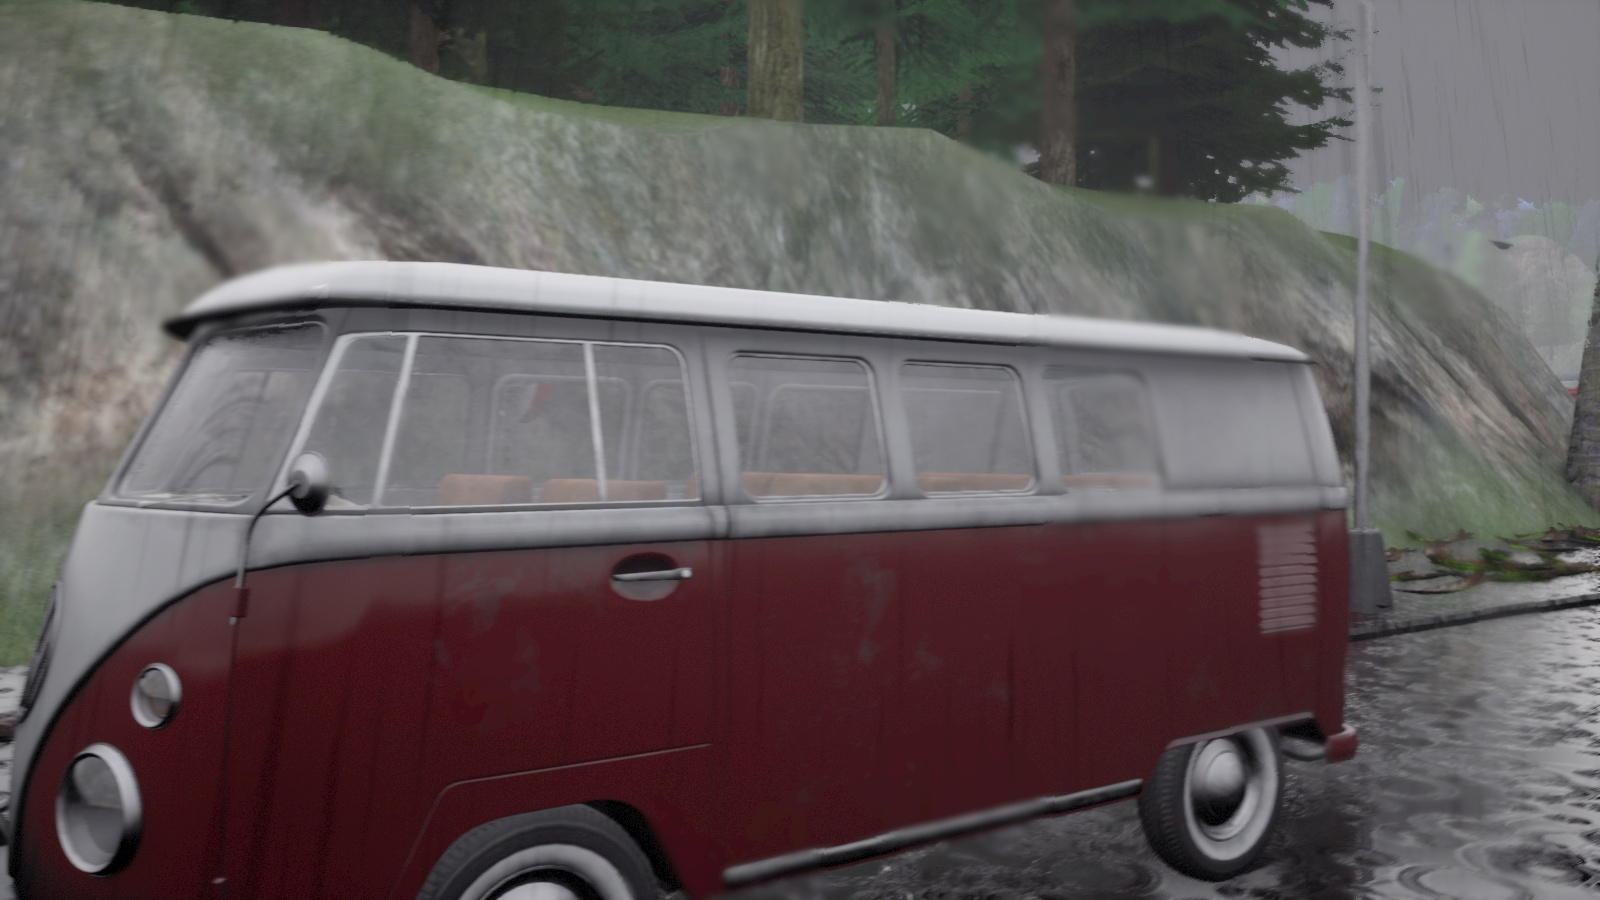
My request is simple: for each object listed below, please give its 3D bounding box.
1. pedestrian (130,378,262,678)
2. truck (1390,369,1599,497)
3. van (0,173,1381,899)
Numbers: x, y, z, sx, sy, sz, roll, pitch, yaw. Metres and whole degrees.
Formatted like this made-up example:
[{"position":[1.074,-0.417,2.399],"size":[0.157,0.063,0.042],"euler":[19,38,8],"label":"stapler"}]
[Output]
[{"position":[-3.867,0.477,8.045],"size":[0.706,1.836,0.354],"euler":[0,0,-35],"label":"pedestrian"},{"position":[23.690,-0.509,40.072],"size":[2.891,3.827,8.468],"euler":[0,0,-36],"label":"truck"},{"position":[-0.163,0.501,4.154],"size":[4.442,1.987,1.775],"euler":[0,0,-35],"label":"van"}]
